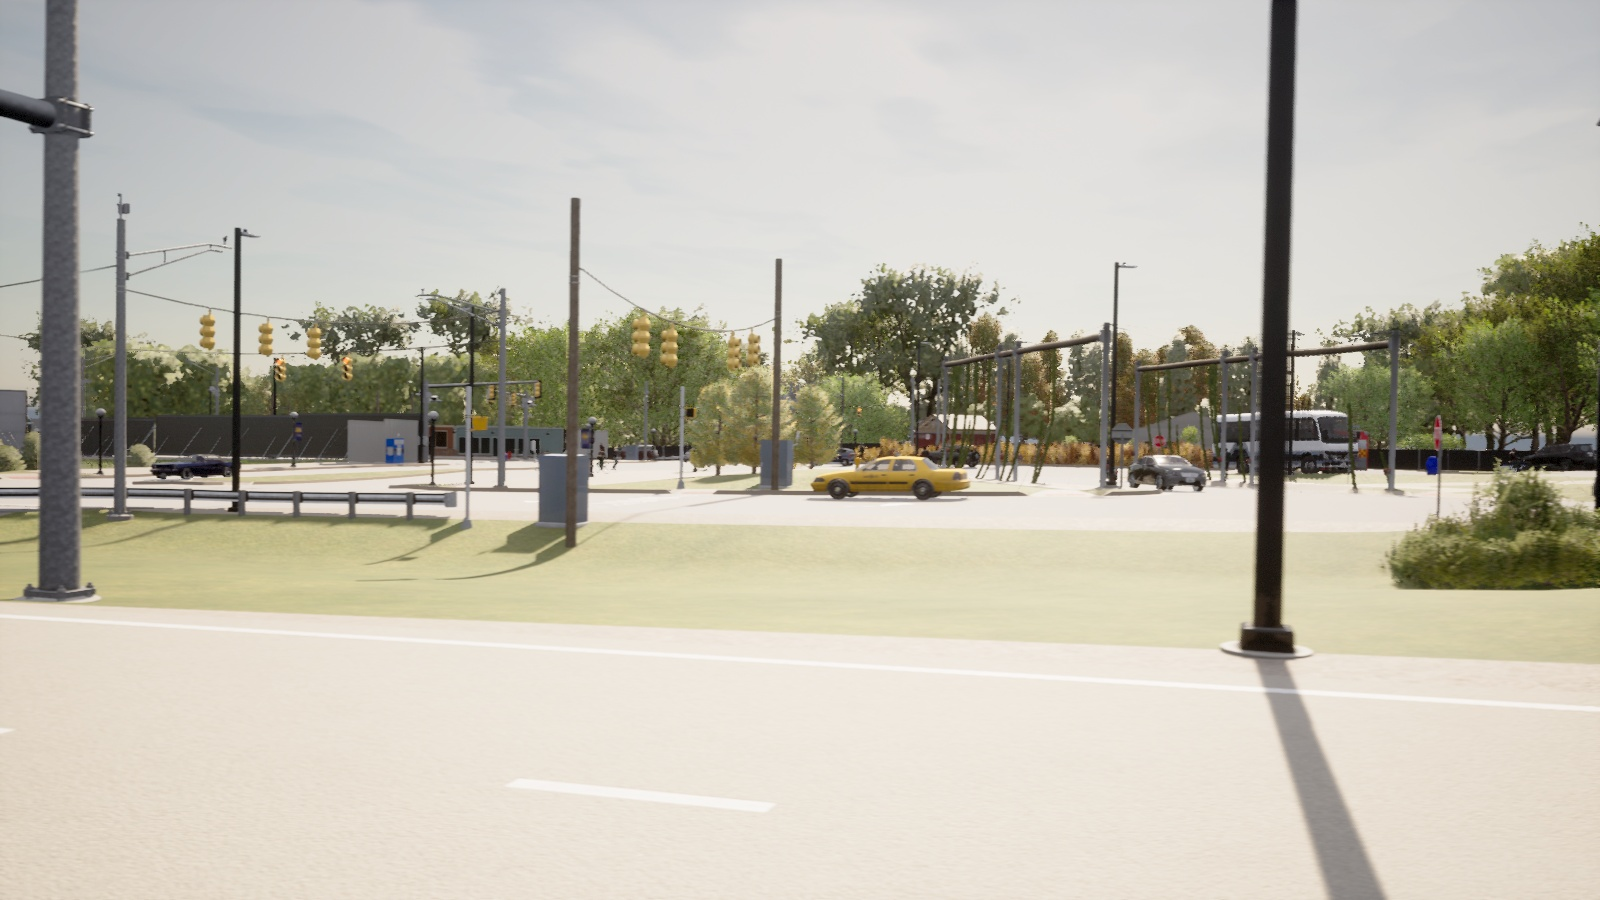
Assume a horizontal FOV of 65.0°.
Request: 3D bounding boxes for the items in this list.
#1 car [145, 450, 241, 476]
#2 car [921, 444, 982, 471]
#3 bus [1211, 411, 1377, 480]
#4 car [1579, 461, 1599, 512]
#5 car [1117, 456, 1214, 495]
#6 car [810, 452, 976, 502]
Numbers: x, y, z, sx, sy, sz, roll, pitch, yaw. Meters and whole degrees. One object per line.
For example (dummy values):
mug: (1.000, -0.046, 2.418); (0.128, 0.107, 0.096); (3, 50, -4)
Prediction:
car: (-32.342, 0.666, 67.079); (1.895, 1.301, 4.718); (1, 1, 18)
car: (11.866, 0.548, 98.737); (1.932, 1.855, 4.605); (-1, 3, -42)
bus: (32.364, -0.194, 82.869); (3.944, 4.253, 10.273); (0, -1, -25)
car: (24.900, 1.028, 35.852); (4.181, 1.385, 1.994); (-3, -7, 43)
car: (15.237, 1.039, 52.648); (2.128, 1.511, 4.902); (1, -1, -7)
car: (3.158, 0.879, 42.608); (5.366, 1.575, 1.801); (0, 1, 18)
